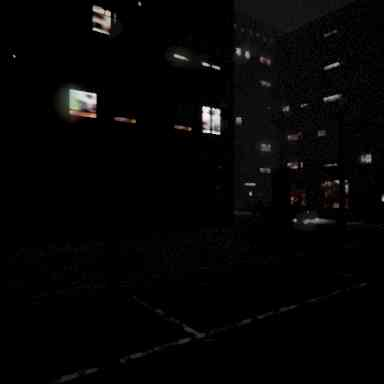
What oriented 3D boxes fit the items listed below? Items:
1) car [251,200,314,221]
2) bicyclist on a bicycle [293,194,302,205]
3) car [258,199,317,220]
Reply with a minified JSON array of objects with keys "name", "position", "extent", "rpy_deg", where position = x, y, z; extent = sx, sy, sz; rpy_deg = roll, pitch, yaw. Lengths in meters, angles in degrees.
[{"name":"car","position":[6.267,1.328,24.209],"extent":[2.008,1.369,4.403],"rpy_deg":[1,0,-36]},{"name":"bicyclist on a bicycle","position":[11.514,0.989,36.229],"extent":[1.656,1.620,0.582],"rpy_deg":[0,1,-36]},{"name":"car","position":[7.594,1.324,26.765],"extent":[1.994,1.385,4.181],"rpy_deg":[0,1,-36]}]
